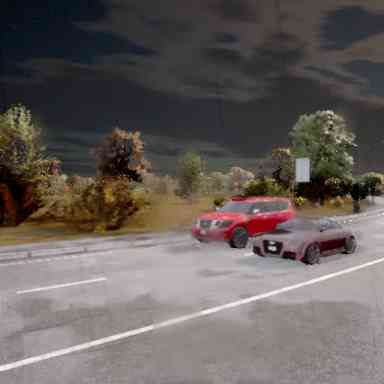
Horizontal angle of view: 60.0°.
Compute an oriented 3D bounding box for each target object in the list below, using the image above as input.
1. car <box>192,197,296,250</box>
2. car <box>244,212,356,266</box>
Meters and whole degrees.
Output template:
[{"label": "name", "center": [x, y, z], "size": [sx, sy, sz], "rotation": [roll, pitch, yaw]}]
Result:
[{"label": "car", "center": [2.565, 1.272, 15.086], "size": [5.566, 2.045, 2.150], "rotation": [0, 0, -40]}, {"label": "car", "center": [4.078, 1.605, 11.837], "size": [4.181, 1.385, 1.994], "rotation": [0, 0, -40]}]
